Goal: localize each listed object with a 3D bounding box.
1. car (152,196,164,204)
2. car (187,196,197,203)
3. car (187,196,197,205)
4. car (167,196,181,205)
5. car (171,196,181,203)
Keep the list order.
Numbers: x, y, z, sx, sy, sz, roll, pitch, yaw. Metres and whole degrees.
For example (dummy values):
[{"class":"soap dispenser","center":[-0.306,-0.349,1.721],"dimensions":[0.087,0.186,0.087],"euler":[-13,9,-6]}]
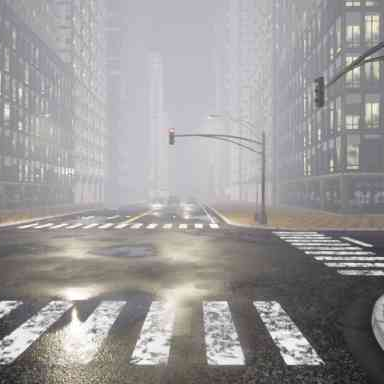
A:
[{"class":"car","center":[-6.536,1.608,64.345],"dimensions":[2.128,1.511,4.902],"euler":[0,0,0]},{"class":"car","center":[-0.039,1.541,70.598],"dimensions":[1.994,1.385,4.181],"euler":[0,0,0]},{"class":"car","center":[-0.034,1.703,60.626],"dimensions":[1.895,1.301,4.718],"euler":[0,0,0]},{"class":"car","center":[-3.284,1.453,60.149],"dimensions":[2.097,1.767,4.553],"euler":[0,0,0]},{"class":"car","center":[-3.289,1.565,70.209],"dimensions":[1.895,1.301,4.718],"euler":[0,0,0]}]
